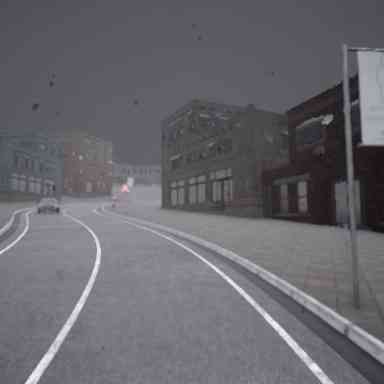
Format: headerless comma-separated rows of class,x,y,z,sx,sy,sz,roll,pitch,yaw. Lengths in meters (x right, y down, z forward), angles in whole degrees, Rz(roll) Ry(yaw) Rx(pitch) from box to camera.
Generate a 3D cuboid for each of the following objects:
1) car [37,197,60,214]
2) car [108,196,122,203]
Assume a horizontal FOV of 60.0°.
car,-15.145,1.348,35.192,2.097,1.767,4.553,1,-1,-22
car,-17.722,1.652,76.708,1.812,1.442,4.674,-2,-1,13
